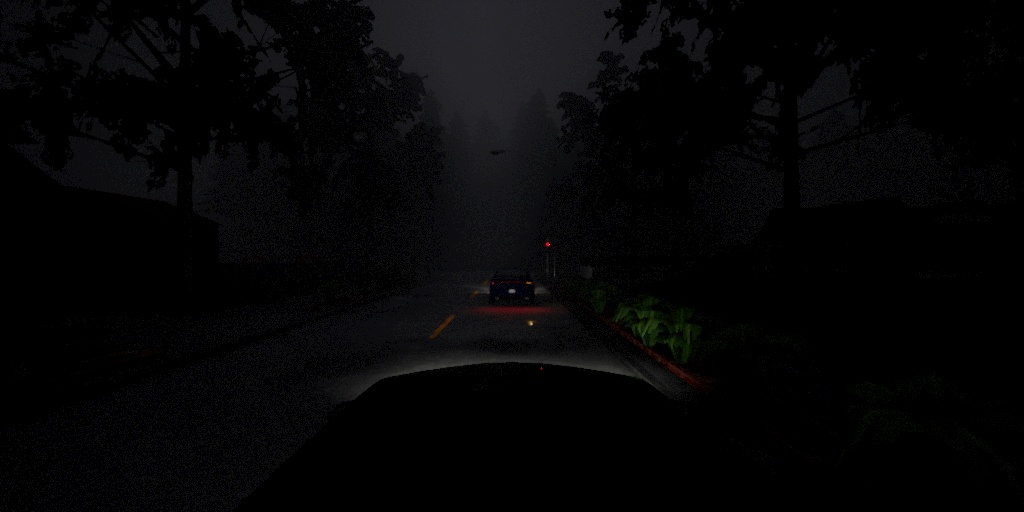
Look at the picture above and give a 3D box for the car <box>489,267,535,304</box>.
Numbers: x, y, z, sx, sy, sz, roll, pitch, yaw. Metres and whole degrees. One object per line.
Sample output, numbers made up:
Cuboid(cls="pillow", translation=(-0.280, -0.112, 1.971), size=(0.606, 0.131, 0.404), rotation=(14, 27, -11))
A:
Cuboid(cls="car", translation=(0.000, 1.234, 16.500), size=(1.882, 1.535, 5.008), rotation=(0, 0, 0))
